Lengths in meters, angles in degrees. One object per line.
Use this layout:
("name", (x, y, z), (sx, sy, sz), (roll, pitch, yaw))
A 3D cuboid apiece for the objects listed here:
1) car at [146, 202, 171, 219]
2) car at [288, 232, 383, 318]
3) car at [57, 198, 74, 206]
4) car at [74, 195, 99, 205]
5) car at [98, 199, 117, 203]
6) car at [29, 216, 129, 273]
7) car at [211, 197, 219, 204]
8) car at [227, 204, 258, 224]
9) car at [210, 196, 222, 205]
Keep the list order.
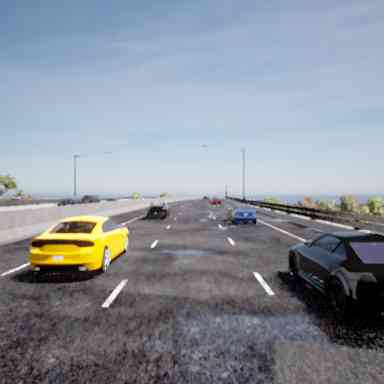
("car", (-3.066, 1.631, 31.061), (2.128, 1.511, 4.902), (0, 0, 1))
("car", (3.636, 1.594, 7.545), (1.994, 1.385, 4.181), (0, 0, 0))
("car", (-20.127, 1.775, 54.089), (1.837, 1.490, 4.892), (0, 0, 2))
("car", (-16.633, 1.490, 53.895), (2.150, 2.045, 5.566), (0, 0, 2))
("car", (-13.138, 1.794, 53.834), (1.812, 1.442, 4.674), (0, 0, 2))
("car", (-3.343, 1.520, 10.815), (1.882, 1.535, 5.008), (0, 0, 0))
("car", (5.383, 1.965, 77.889), (1.812, 1.442, 4.674), (0, 0, 3))
("car", (3.840, 1.661, 25.975), (2.033, 1.411, 5.357), (0, 0, 1))
("car", (4.906, 1.920, 66.977), (1.994, 1.385, 4.181), (0, 0, 2))
